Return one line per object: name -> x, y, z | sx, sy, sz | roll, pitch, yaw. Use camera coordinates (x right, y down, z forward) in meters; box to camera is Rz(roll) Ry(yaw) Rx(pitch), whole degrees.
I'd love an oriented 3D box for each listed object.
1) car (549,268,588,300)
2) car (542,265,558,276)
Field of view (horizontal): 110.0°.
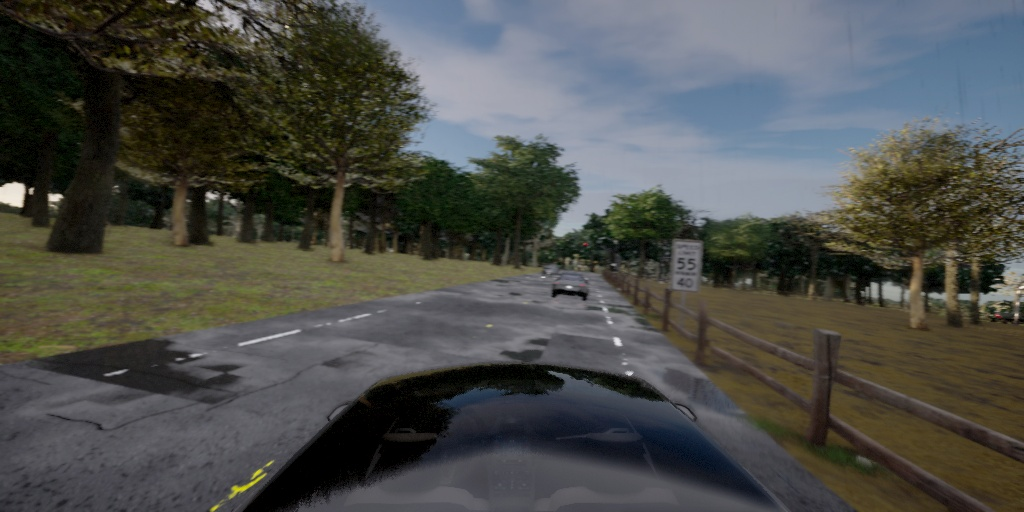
car -> 3.470, 1.675, 21.075 | 1.994, 1.385, 4.181 | 5, 0, 12
car -> 4.966, 1.848, 45.359 | 2.128, 1.511, 4.902 | 5, 0, 12
